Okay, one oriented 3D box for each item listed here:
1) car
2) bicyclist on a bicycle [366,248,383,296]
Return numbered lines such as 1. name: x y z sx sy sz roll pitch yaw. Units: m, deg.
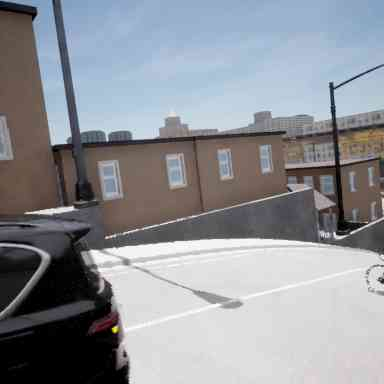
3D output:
1. car: -3.081 1.224 1.768 5.566 2.045 2.150 0 0 -37
2. bicyclist on a bicycle: 4.369 1.443 6.795 0.582 1.620 1.656 -1 0 -35
